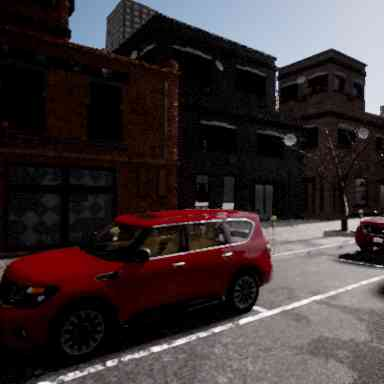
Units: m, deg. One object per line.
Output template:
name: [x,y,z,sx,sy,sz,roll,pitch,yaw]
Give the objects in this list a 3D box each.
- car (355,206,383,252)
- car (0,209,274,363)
car: [8.144,1.245,12.340,5.009,1.841,2.192,0,1,-35]
car: [-0.662,1.301,6.063,5.009,1.841,2.192,0,1,-35]
